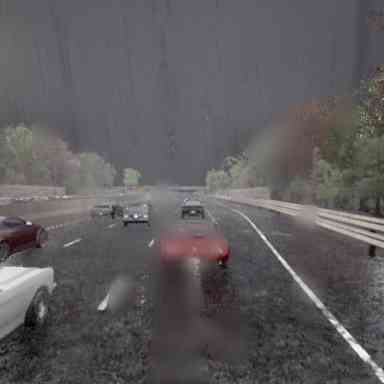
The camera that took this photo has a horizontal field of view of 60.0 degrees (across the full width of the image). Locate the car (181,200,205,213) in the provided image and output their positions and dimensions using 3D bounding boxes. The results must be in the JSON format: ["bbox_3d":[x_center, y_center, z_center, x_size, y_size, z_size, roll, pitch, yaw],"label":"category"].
[{"bbox_3d":[0.081,1.454,29.319,1.882,1.535,5.008,0,0,0],"label":"car"}]

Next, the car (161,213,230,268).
[{"bbox_3d":[0.087,1.589,11.164,1.895,1.301,4.718,0,0,0],"label":"car"}]

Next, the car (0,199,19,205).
[{"bbox_3d":[-21.108,1.520,38.181,2.033,1.411,5.357,0,0,0],"label":"car"}]

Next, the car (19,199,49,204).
[{"bbox_3d":[-17.606,1.537,38.365,1.994,1.385,4.181,0,0,0],"label":"car"}]

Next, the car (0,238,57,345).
[{"bbox_3d":[-3.435,1.596,4.057,1.895,1.301,4.718,0,0,0],"label":"car"}]

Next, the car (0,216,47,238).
[{"bbox_3d":[-6.914,1.551,11.987,1.994,1.385,4.181,0,0,0],"label":"car"}]

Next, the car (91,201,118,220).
[{"bbox_3d":[-6.920,1.468,27.736,2.128,1.511,4.902,0,0,0],"label":"car"}]

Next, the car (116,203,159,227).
[{"bbox_3d":[-3.425,1.527,22.776,2.033,1.411,5.357,0,0,0],"label":"car"}]
